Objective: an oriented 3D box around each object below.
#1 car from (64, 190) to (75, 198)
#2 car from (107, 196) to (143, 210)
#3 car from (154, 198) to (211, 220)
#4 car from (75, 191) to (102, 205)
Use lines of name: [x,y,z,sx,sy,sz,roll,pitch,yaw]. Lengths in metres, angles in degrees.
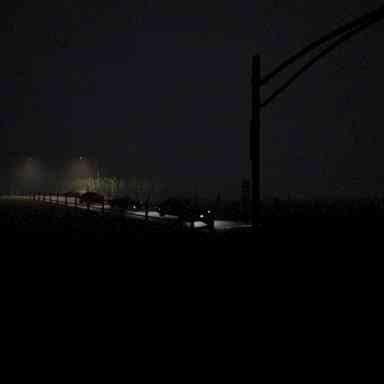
car: [-22.508,0.356,62.019,1.882,1.535,5.008,0,1,-35]
car: [-6.586,1.052,32.610,1.895,1.301,4.718,0,1,-35]
car: [-0.854,1.180,24.355,2.033,1.411,5.357,0,1,-35]
car: [-12.444,0.744,41.067,1.882,1.535,5.008,0,1,-35]
